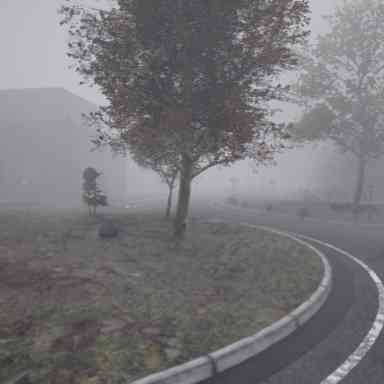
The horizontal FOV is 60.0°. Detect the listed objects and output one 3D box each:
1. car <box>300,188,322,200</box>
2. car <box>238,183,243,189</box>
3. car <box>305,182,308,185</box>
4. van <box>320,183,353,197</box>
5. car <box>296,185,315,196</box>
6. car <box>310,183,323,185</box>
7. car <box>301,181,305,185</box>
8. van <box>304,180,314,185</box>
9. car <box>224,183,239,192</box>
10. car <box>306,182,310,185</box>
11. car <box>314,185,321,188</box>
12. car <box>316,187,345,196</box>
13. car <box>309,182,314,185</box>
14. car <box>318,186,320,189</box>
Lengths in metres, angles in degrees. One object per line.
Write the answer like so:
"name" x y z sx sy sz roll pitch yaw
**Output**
"car" 17.748 0.531 49.666 1.895 1.301 4.718 2 2 13
"car" 12.047 -1.495 85.236 1.882 1.535 5.008 1 3 13
"car" 29.958 -0.907 79.173 4.674 1.452 2.002 1 3 13
"van" 24.085 0.047 54.911 4.442 1.987 1.878 1 3 13
"car" 20.041 -0.004 59.399 2.128 1.511 4.902 1 3 13
"car" 27.405 -0.406 68.378 5.008 1.535 2.097 1 3 13
"car" 31.855 -1.322 87.268 4.792 1.488 2.163 1 3 13
"van" 30.718 -1.305 81.828 4.442 1.987 1.878 1 3 13
"car" 7.741 -0.571 66.791 1.895 1.301 4.718 1 3 13
"car" 29.316 -0.813 76.472 5.008 1.535 2.097 1 3 13
"car" 25.297 -0.006 60.333 5.366 1.575 1.946 1 3 13
"car" 26.146 -0.104 62.981 4.792 1.488 2.163 1 3 13
"car" 28.072 -0.667 71.063 4.553 1.767 2.185 1 3 13
"car" 24.865 0.169 57.586 4.792 1.488 2.163 1 3 13
